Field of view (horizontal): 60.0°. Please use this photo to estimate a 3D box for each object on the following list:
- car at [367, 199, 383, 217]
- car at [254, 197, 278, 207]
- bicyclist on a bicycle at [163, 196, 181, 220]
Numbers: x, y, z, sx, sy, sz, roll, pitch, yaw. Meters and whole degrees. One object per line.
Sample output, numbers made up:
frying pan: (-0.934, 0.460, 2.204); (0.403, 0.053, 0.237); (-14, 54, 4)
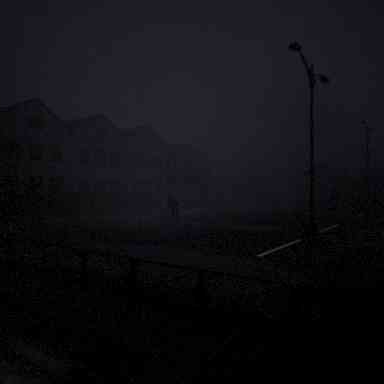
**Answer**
car: (15.424, 1.299, 26.814); (2.007, 1.523, 4.514); (0, 0, 35)
car: (10.442, 1.362, 46.690); (2.033, 1.411, 5.357); (0, 0, 33)
bicyclist on a bicycle: (-1.398, 1.114, 23.065); (1.656, 1.620, 0.582); (0, 0, 35)
